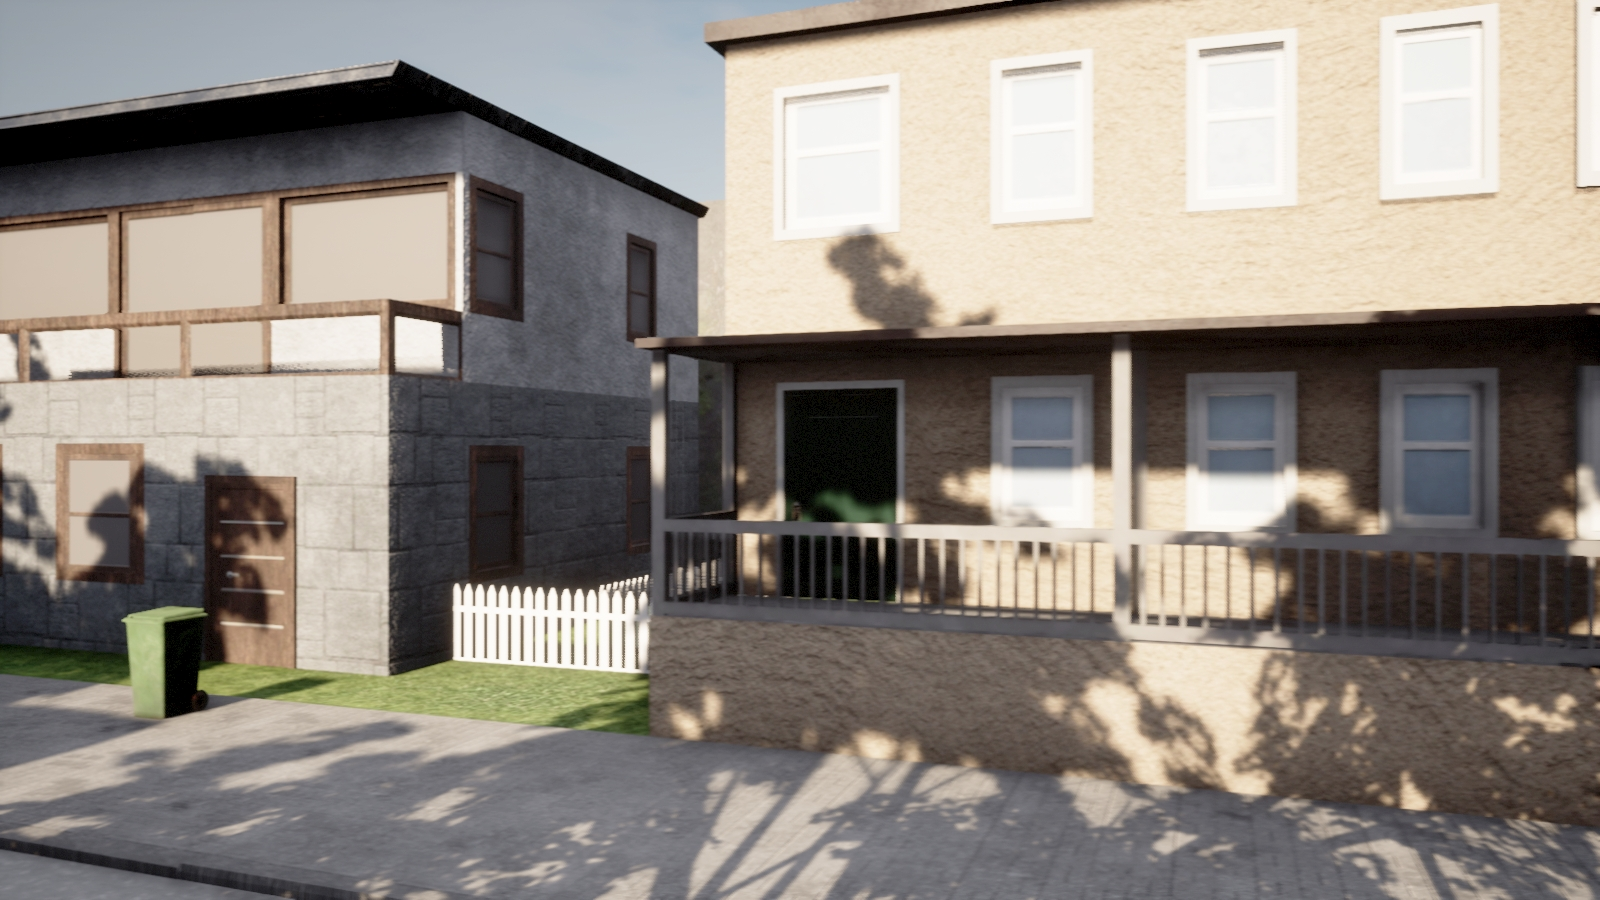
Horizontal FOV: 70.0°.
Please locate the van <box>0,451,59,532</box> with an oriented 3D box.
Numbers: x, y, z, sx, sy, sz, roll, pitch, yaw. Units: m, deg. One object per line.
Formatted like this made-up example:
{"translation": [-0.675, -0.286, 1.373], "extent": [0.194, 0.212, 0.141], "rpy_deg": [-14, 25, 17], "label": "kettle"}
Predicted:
{"translation": [-26.565, 1.315, 35.540], "extent": [1.988, 2.561, 5.915], "rpy_deg": [0, 0, 20], "label": "van"}
